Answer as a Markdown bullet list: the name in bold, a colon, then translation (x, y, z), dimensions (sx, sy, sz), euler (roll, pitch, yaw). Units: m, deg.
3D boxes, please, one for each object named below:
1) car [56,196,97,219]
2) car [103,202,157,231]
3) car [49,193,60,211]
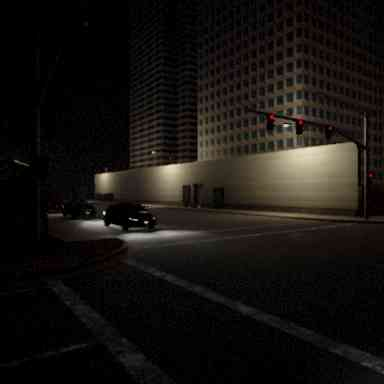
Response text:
- **car**: translation (-9.676, 1.402, 28.385), dimensions (2.128, 1.511, 4.902), euler (0, 0, -35)
- **car**: translation (-3.861, 1.416, 20.159), dimensions (1.837, 1.490, 4.892), euler (0, 0, -34)
- **car**: translation (-15.496, 1.132, 36.589), dimensions (2.150, 2.045, 5.566), euler (0, 0, -35)
